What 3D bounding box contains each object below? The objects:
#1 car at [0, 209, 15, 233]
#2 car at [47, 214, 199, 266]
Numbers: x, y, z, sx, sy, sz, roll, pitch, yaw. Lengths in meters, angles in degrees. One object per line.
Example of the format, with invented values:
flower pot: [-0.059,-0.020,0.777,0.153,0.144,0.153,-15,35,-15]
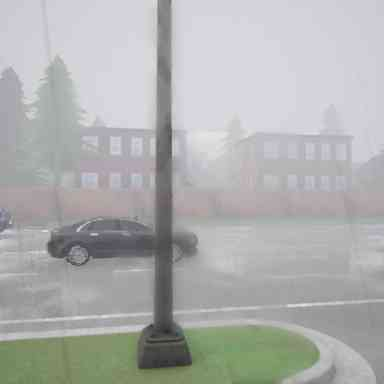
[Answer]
car: [-12.029,1.215,16.632,5.566,2.045,2.150,0,0,-9]
car: [-2.211,1.519,11.148,4.892,1.490,1.837,0,0,-9]
